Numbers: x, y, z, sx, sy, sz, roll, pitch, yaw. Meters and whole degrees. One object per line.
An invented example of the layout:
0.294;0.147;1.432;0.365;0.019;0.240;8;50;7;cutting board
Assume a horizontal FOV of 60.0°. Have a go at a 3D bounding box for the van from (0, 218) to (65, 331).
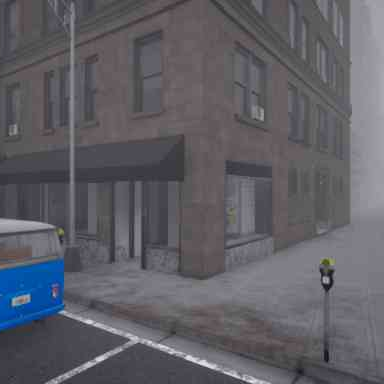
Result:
-3.995;1.340;5.926;3.998;1.788;1.690;0;0;35;van
